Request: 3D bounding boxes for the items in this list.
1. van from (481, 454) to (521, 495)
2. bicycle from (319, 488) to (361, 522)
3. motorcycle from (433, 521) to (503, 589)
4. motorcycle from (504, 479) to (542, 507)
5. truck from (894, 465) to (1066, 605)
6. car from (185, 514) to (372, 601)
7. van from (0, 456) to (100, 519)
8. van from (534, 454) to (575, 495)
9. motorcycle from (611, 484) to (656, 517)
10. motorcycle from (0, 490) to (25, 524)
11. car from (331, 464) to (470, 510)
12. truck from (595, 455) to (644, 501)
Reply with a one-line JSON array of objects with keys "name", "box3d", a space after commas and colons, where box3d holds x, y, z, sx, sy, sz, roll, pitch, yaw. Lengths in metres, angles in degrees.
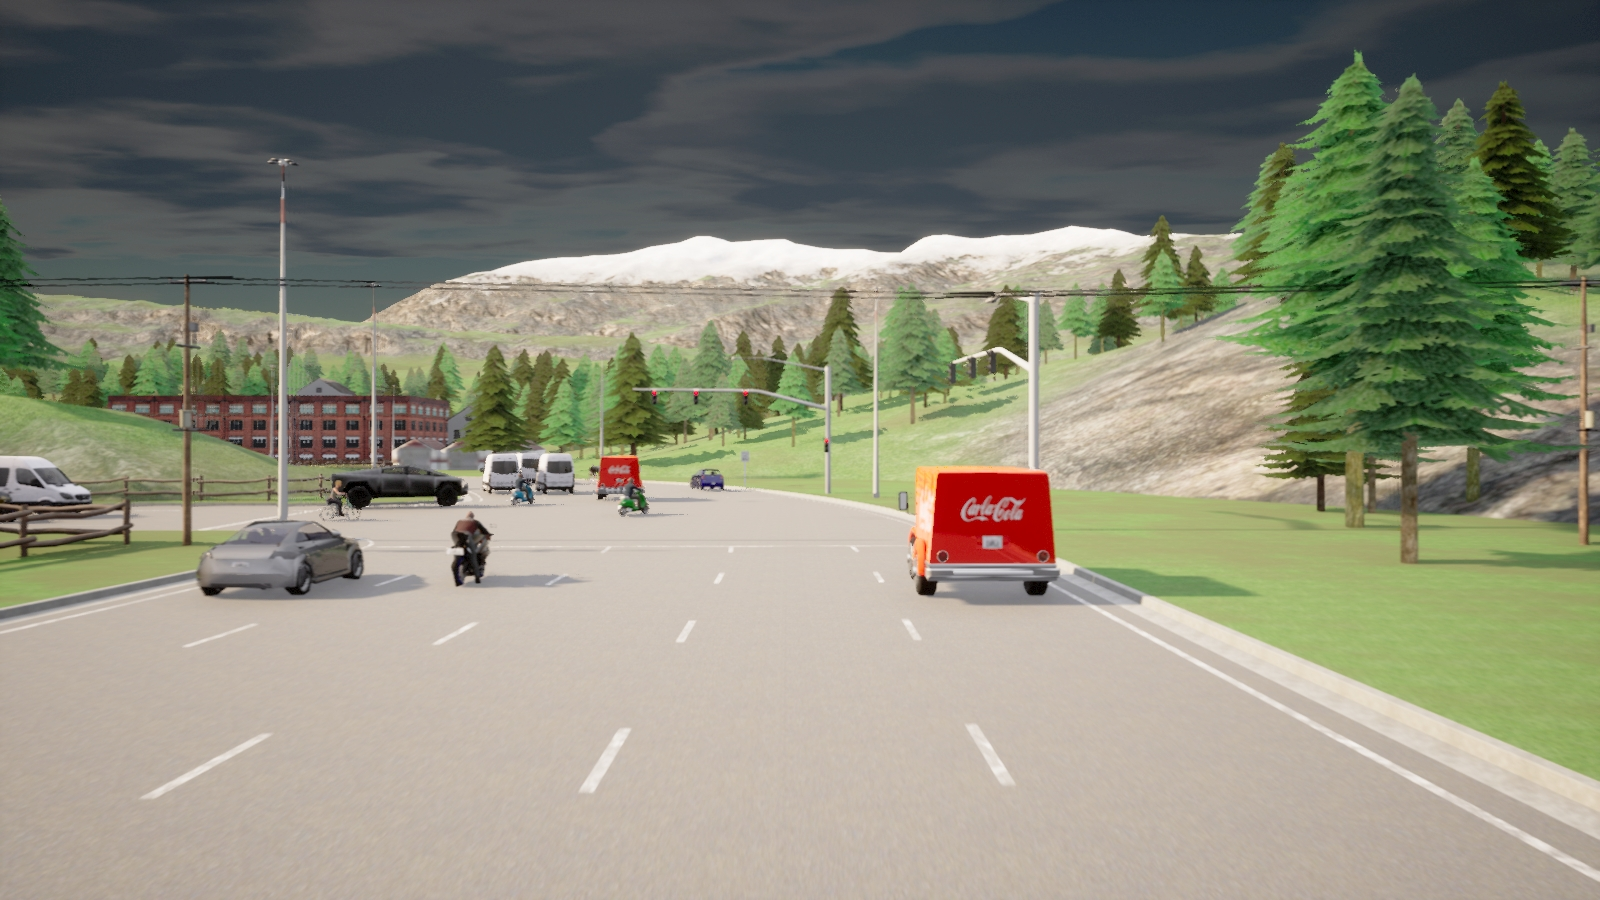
[{"name": "van", "box3d": [-19.604, 1.535, 74.680, 1.988, 2.561, 5.915, 0, 0, -20]}, {"name": "bicycle", "box3d": [-18.087, 2.158, 44.961, 1.487, 1.276, 0.859, 0, -1, -17]}, {"name": "motorcycle", "box3d": [-7.052, 2.205, 24.381, 0.867, 1.251, 2.209, 0, 0, -1]}, {"name": "motorcycle", "box3d": [-13.997, 2.142, 57.728, 0.856, 1.316, 1.805, -3, -1, 25]}, {"name": "truck", "box3d": [3.473, 1.568, 23.262, 2.627, 2.467, 5.204, 0, 0, -1]}, {"name": "car", "box3d": [-10.530, 2.119, 23.450, 1.994, 1.385, 4.181, 0, 0, -1]}, {"name": "van", "box3d": [-32.720, 1.535, 47.548, 5.915, 2.561, 1.988, 0, 0, -1]}, {"name": "van", "box3d": [-16.203, 1.535, 75.308, 1.988, 2.561, 5.915, 0, 0, -19]}, {"name": "motorcycle", "box3d": [-7.097, 2.142, 48.797, 0.856, 1.316, 1.805, -3, -2, 37]}, {"name": "motorcycle", "box3d": [-31.309, 2.206, 44.071, 2.209, 1.251, 0.867, 0, 0, -1]}, {"name": "car", "box3d": [-19.539, 1.754, 55.914, 6.274, 2.098, 2.390, 0, 0, -21]}, {"name": "truck", "box3d": [-10.386, 1.571, 65.575, 2.627, 2.467, 5.204, 0, 0, -9]}]
